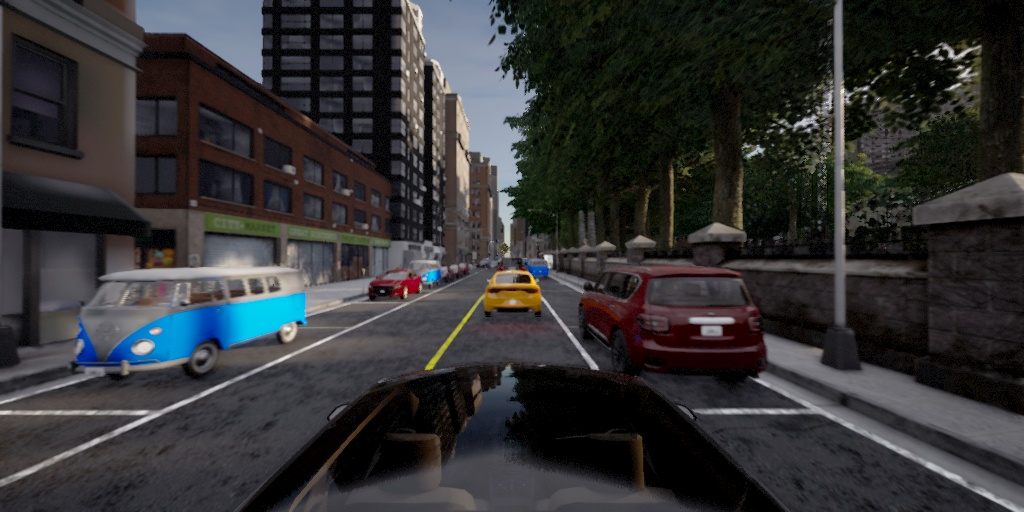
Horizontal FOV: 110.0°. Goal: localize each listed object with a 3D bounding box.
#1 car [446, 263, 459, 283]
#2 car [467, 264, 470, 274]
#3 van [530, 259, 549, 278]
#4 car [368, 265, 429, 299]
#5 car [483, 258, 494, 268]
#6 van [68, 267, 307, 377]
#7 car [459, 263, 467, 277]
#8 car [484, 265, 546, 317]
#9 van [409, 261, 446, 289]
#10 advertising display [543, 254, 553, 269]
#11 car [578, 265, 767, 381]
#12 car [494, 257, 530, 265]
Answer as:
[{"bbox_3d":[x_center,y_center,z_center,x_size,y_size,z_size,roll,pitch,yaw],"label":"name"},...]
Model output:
[{"bbox_3d":[-5.861,1.453,29.772,1.802,1.307,4.207,0,0,0],"label":"car"},{"bbox_3d":[-5.863,1.459,41.093,1.888,1.381,4.507,0,0,0],"label":"car"},{"bbox_3d":[2.663,1.234,35.462,1.690,1.789,3.998,0,0,0],"label":"van"},{"bbox_3d":[-5.859,1.370,18.451,1.888,1.381,4.507,0,0,0],"label":"car"},{"bbox_3d":[-3.065,1.464,59.546,2.128,1.511,4.902,0,0,0],"label":"car"},{"bbox_3d":[-5.858,1.116,7.130,1.690,1.789,3.998,0,0,0],"label":"van"},{"bbox_3d":[-5.862,1.475,35.433,1.802,1.307,4.207,0,0,0],"label":"car"},{"bbox_3d":[0.035,1.282,13.561,1.882,1.535,5.008,0,0,0],"label":"car"},{"bbox_3d":[-5.860,1.190,24.112,1.690,1.789,3.998,0,0,0],"label":"van"},{"bbox_3d":[5.627,0.987,55.550,1.540,2.440,0.280,0,0,0],"label":"advertising display"},{"bbox_3d":[2.667,1.090,7.171,2.192,1.841,5.009,0,0,0],"label":"car"},{"bbox_3d":[0.029,1.089,28.210,2.150,2.045,5.566,0,0,0],"label":"car"}]
